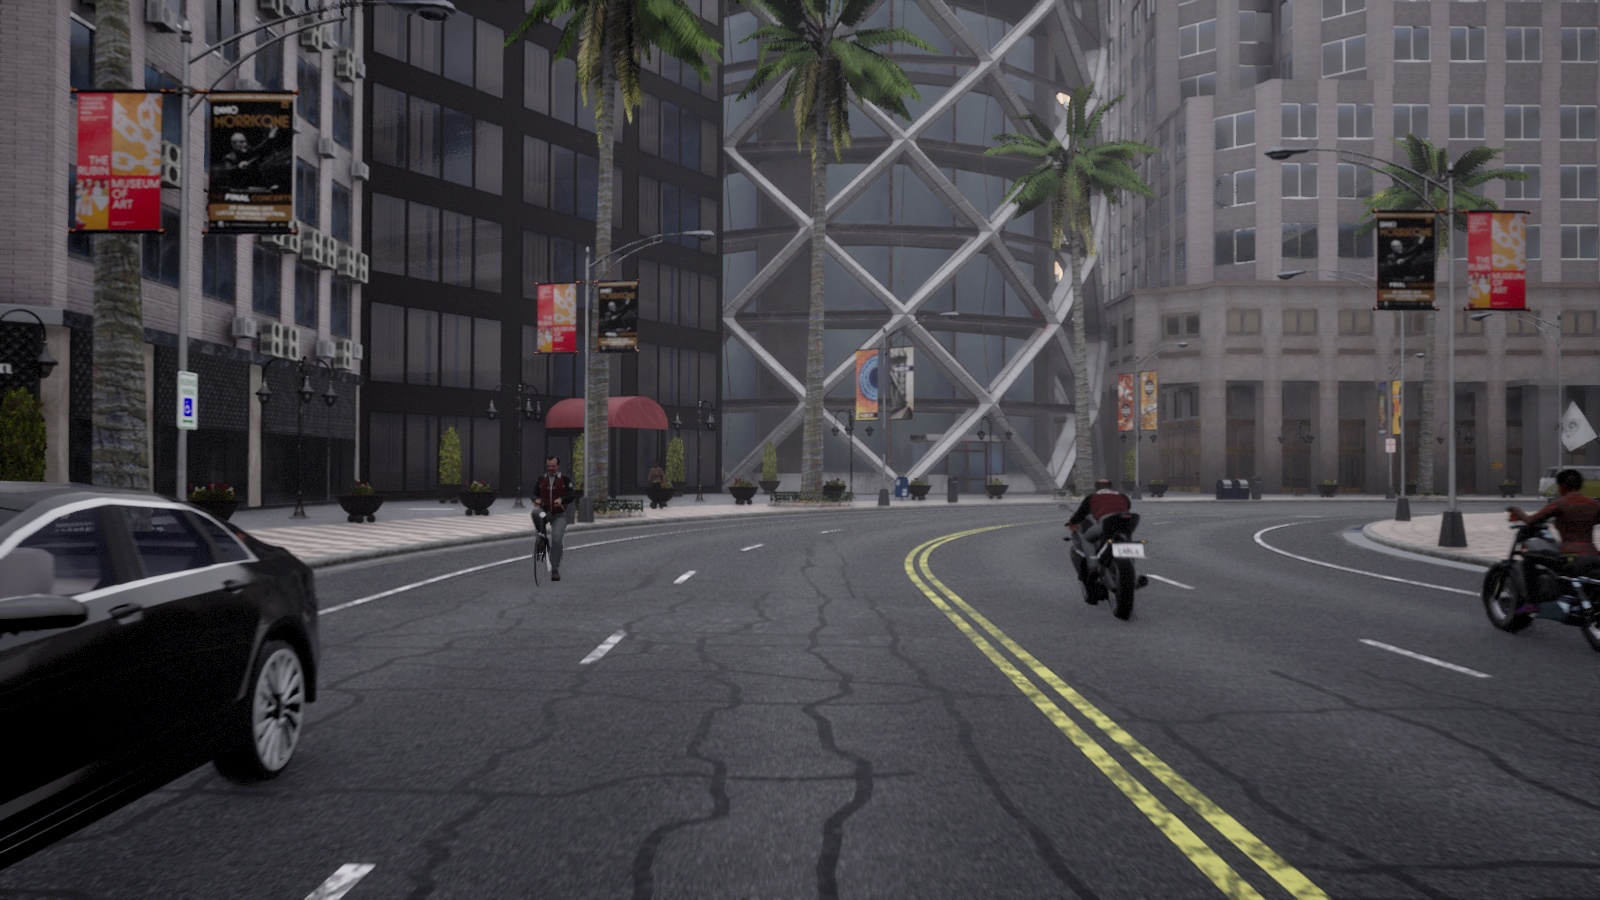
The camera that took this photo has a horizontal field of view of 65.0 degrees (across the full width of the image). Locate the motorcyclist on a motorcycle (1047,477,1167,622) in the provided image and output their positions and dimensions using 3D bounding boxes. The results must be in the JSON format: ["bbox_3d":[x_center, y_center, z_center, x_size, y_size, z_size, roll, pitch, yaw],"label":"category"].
[{"bbox_3d":[3.481,1.078,14.455,0.866,1.530,2.191,0,-1,1],"label":"motorcyclist on a motorcycle"}]

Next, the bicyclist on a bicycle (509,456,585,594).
[{"bbox_3d":[-3.436,0.989,17.226,0.659,1.776,1.843,0,-1,0],"label":"bicyclist on a bicycle"}]

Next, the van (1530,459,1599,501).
[{"bbox_3d":[38.164,1.436,60.944,4.442,1.987,1.775,0,-1,-1],"label":"van"}]

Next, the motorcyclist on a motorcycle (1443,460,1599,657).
[{"bbox_3d":[6.982,0.934,11.736,0.766,1.649,2.350,0,-1,1],"label":"motorcyclist on a motorcycle"}]

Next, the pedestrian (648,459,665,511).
[{"bbox_3d":[-5.153,1.250,45.105,0.331,1.846,0.634,-1,-1,25],"label":"pedestrian"}]

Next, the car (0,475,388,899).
[{"bbox_3d":[-3.493,0.869,4.994,2.128,1.511,4.902,0,-1,0],"label":"car"}]
